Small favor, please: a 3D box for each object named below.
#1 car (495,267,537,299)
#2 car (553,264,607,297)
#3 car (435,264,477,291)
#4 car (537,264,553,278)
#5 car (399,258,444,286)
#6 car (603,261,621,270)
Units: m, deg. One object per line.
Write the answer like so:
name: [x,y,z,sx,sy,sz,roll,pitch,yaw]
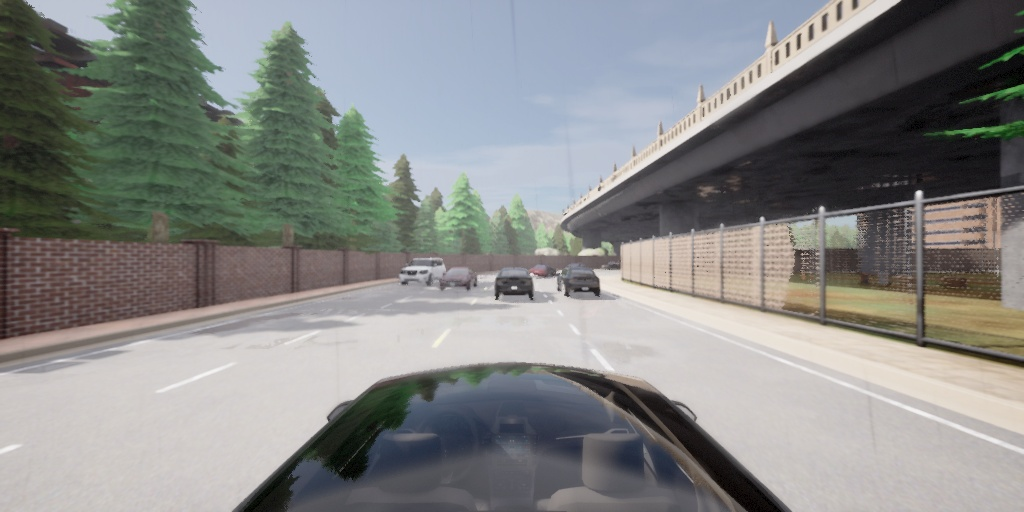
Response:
car: [0.109,1.341,18.990,1.882,1.535,5.008,0,0,0]
car: [3.612,1.375,20.010,1.837,1.490,4.892,0,0,0]
car: [-3.386,1.417,23.341,1.812,1.442,4.674,0,0,3]
car: [3.315,1.548,37.569,1.994,1.385,4.181,0,0,24]
car: [-6.664,1.139,27.335,2.150,2.045,5.566,0,0,5]
car: [17.211,1.623,60.026,4.902,1.511,2.128,0,0,-23]
